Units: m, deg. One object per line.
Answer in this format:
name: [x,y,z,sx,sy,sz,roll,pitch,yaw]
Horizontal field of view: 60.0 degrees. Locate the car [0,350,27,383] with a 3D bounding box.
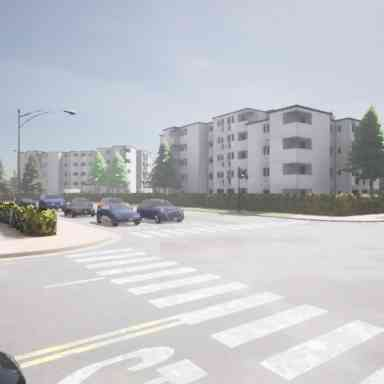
car: [-3.321,1.502,1.378,4.892,1.490,1.837,1,-1,-36]

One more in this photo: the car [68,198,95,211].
car: [-13.709,1.504,41.165,1.837,1.490,4.892,0,0,-36]

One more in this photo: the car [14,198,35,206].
car: [-25.756,1.603,51.290,5.357,1.411,2.033,0,0,45]

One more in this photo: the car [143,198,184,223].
car: [-2.503,1.352,25.541,2.097,1.767,4.553,0,0,-36]

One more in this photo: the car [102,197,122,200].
car: [-7.687,1.352,32.780,2.097,1.767,4.553,0,0,-36]

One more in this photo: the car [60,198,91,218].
car: [-10.367,1.564,30.529,1.994,1.385,4.181,0,0,-35]

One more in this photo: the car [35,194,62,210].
car: [-16.437,1.220,38.996,2.150,2.045,5.566,0,0,-36]

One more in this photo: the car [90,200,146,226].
car: [-5.293,1.525,23.422,1.812,1.442,4.674,0,0,-36]

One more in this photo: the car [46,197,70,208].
car: [-20.208,1.490,49.975,2.128,1.511,4.902,0,0,-38]
